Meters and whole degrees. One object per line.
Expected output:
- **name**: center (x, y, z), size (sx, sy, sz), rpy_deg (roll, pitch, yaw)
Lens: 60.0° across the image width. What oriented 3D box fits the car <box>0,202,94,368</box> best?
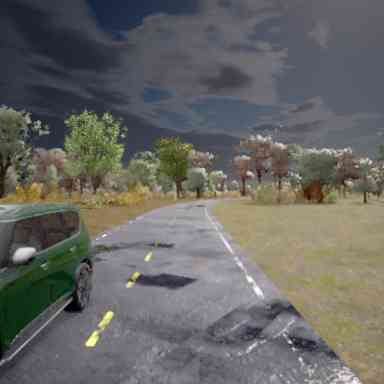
- **car**: center (-3.104, 1.222, 4.794), size (2.150, 2.045, 5.566), rpy_deg (0, 0, 0)
